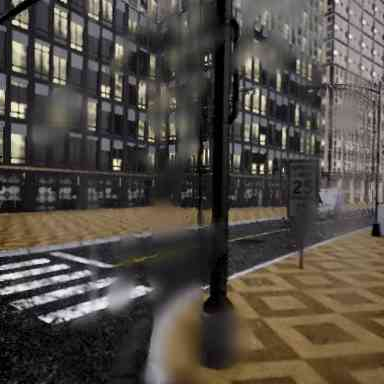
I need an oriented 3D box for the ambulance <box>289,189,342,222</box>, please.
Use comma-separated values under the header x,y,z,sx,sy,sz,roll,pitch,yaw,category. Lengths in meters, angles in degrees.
x,y,z,sx,sy,sz,roll,pitch,yaw,category
9.745,0.941,26.374,2.351,2.431,6.366,2,1,41,ambulance
